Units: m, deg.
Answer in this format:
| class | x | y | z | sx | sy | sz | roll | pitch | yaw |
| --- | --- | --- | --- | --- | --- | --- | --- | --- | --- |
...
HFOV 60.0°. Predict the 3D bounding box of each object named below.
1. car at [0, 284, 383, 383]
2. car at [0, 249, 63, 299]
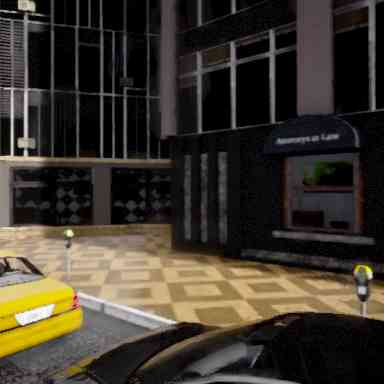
| class | x | y | z | sx | sy | sz | roll | pitch | yaw |
| --- | --- | --- | --- | --- | --- | --- | --- | --- | --- |
| car | 0.786 | 1.563 | 2.173 | 4.313 | 1.339 | 1.947 | 0 | 0 | 36 |
| car | -3.825 | 1.494 | 5.534 | 4.829 | 1.417 | 1.752 | 0 | 0 | 36 |
